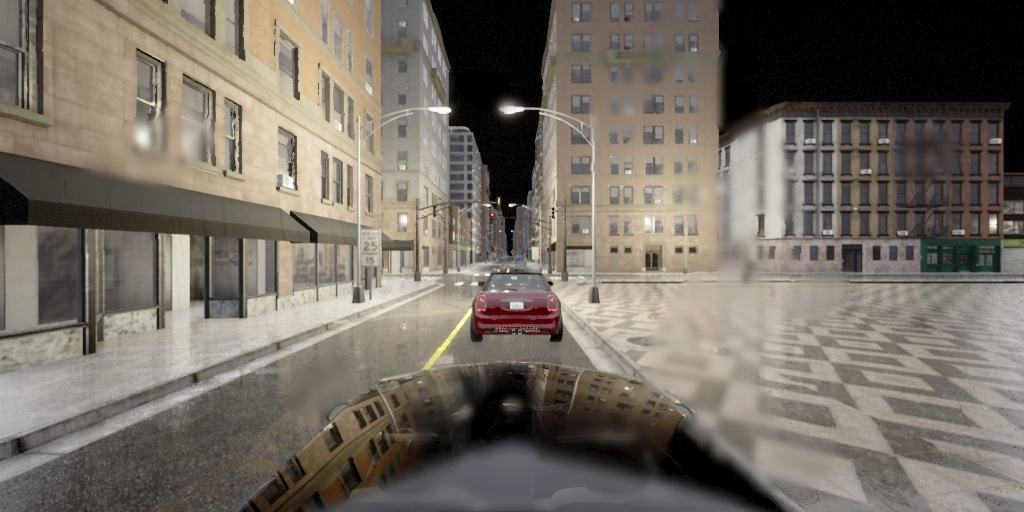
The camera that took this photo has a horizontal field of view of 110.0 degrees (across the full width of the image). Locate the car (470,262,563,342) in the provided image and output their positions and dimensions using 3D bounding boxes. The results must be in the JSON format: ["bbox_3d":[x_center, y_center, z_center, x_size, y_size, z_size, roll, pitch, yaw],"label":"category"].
[{"bbox_3d":[0.106,1.099,9.932,2.097,1.767,4.553,0,0,0],"label":"car"}]

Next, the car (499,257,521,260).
[{"bbox_3d":[0.057,1.096,19.748,2.097,1.767,4.553,0,0,-1],"label":"car"}]
